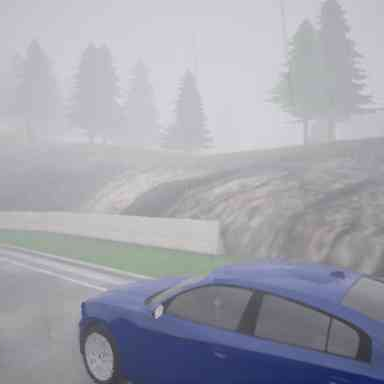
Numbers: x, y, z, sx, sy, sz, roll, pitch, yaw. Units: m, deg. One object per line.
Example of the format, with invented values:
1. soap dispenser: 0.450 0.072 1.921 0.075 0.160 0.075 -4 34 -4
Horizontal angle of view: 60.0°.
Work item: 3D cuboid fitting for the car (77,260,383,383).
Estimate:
1. car: 0.741 1.533 3.706 5.008 1.535 1.882 0 -1 37
